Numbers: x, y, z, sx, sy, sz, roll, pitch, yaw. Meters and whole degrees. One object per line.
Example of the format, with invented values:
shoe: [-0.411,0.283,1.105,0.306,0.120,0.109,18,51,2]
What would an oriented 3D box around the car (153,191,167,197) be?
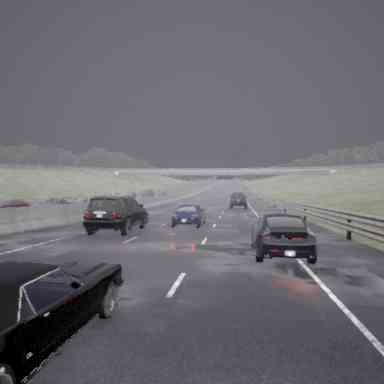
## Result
car: [-7.139,0.706,77.564,1.837,1.490,4.892,0,1,7]

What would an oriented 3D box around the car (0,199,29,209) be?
car: [-19.776,1.511,35.864,1.882,1.535,5.008,0,0,8]

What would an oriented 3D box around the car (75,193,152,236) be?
car: [-4.156,1.249,18.880,2.150,2.045,5.566,0,0,7]

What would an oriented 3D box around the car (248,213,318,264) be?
car: [3.125,1.515,11.919,1.837,1.490,4.892,0,0,7]

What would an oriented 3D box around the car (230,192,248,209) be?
car: [6.119,1.146,43.510,2.150,2.045,5.566,0,1,9]

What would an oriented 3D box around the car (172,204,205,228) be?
car: [-0.170,1.558,22.340,1.812,1.442,4.674,0,0,7]

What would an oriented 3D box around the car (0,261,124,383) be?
car: [-2.514,1.604,4.502,1.895,1.301,4.718,0,0,8]

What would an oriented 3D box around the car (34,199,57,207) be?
car: [-15.994,1.510,37.774,2.128,1.511,4.902,0,0,7]

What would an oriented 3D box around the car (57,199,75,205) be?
car: [-12.584,1.545,36.767,1.812,1.442,4.674,0,0,7]

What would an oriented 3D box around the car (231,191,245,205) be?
car: [7.591,0.948,55.345,2.150,2.045,5.566,0,1,7]

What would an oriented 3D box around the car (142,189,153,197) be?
car: [-10.506,0.369,78.806,2.150,2.045,5.566,0,1,7]
